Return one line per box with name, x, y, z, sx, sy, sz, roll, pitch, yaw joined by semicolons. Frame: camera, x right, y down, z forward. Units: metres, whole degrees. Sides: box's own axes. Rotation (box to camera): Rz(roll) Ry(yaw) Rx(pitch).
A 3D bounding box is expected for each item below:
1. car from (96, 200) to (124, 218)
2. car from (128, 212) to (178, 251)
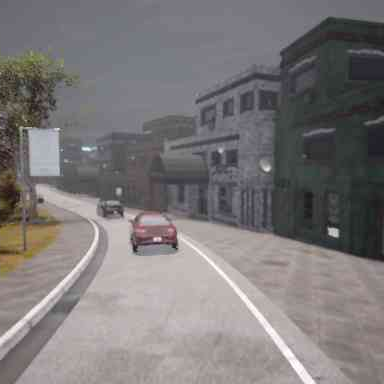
car;-7.773;1.503;31.386;1.837;1.490;4.892;-2;2;-26
car;-1.796;1.623;14.718;1.812;1.442;4.674;-1;0;-12
